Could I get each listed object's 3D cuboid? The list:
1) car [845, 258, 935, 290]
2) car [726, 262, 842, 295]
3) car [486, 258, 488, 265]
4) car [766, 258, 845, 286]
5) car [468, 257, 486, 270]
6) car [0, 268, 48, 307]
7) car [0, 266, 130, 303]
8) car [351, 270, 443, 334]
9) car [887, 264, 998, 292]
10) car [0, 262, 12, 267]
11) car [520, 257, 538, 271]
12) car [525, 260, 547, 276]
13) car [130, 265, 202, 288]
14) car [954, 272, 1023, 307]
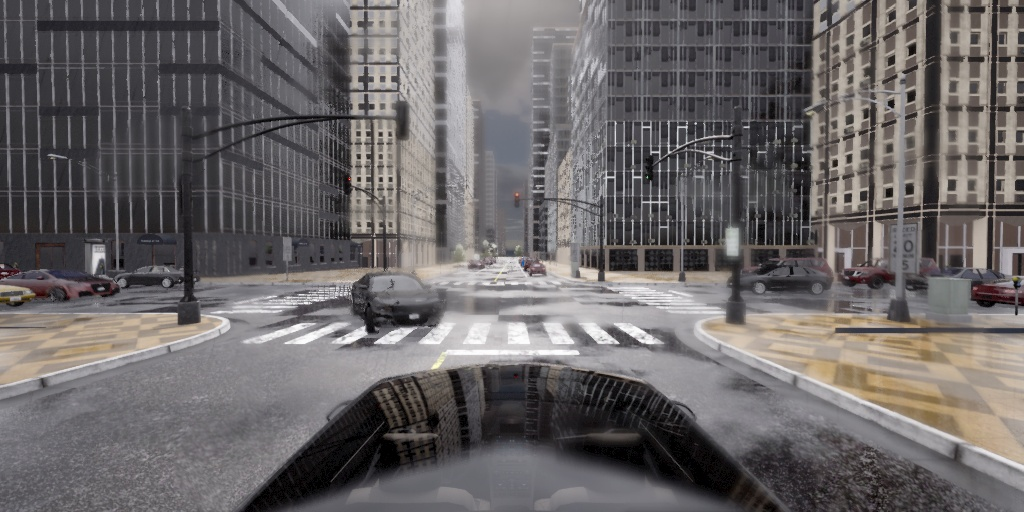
[{"bbox_3d":[22.907,1.032,21.821,5.009,1.841,2.192,0,0,0],"label":"car"},{"bbox_3d":[14.185,1.250,19.189,4.892,1.490,1.837,0,1,1],"label":"car"},{"bbox_3d":[-5.276,1.307,58.034,1.802,1.307,4.207,0,0,0],"label":"car"},{"bbox_3d":[16.575,1.024,21.811,5.009,1.841,2.192,0,0,0],"label":"car"},{"bbox_3d":[-5.279,1.168,52.509,1.967,1.591,4.097,0,0,0],"label":"car"},{"bbox_3d":[-21.252,1.301,13.613,4.829,1.417,1.751,0,0,0],"label":"car"},{"bbox_3d":[-20.559,1.303,16.199,4.181,1.385,1.994,0,1,0],"label":"car"},{"bbox_3d":[-3.672,1.226,11.005,1.882,1.535,5.008,2,-1,-31],"label":"car"},{"bbox_3d":[24.008,1.306,19.220,5.357,1.411,2.033,0,1,0],"label":"car"},{"bbox_3d":[-32.551,1.078,21.663,4.097,1.591,1.967,0,0,0],"label":"car"},{"bbox_3d":[2.585,1.046,47.004,2.192,1.841,5.009,0,0,0],"label":"car"},{"bbox_3d":[2.556,1.319,35.955,1.802,1.307,4.207,0,0,0],"label":"car"},{"bbox_3d":[-21.435,1.204,21.751,4.403,1.370,2.007,0,0,0],"label":"car"},{"bbox_3d":[20.189,1.418,13.678,4.207,1.307,1.802,0,0,0],"label":"car"}]
